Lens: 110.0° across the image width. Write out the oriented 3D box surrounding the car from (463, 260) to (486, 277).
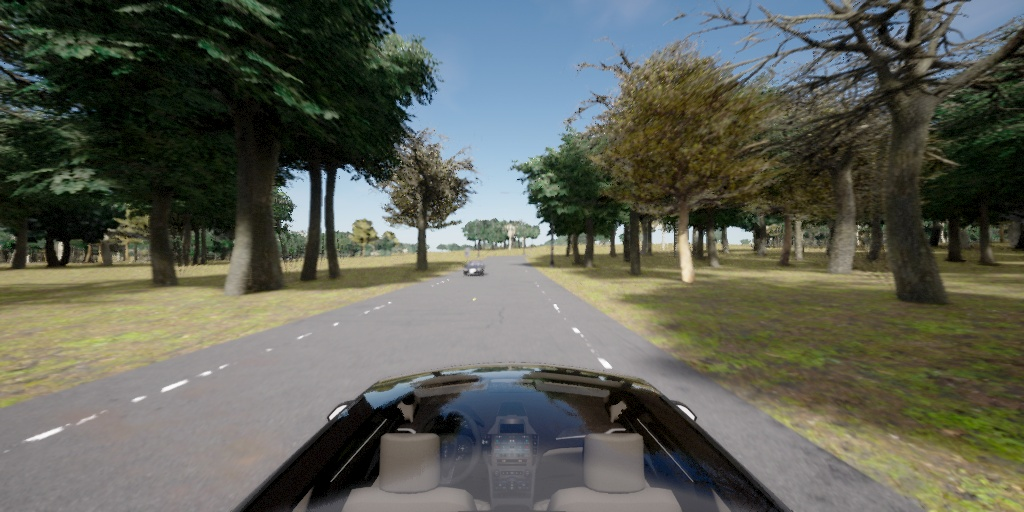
[{"bbox_3d":[-3.586,1.170,34.944,2.128,1.511,4.902,0,0,0],"label":"car"}]
